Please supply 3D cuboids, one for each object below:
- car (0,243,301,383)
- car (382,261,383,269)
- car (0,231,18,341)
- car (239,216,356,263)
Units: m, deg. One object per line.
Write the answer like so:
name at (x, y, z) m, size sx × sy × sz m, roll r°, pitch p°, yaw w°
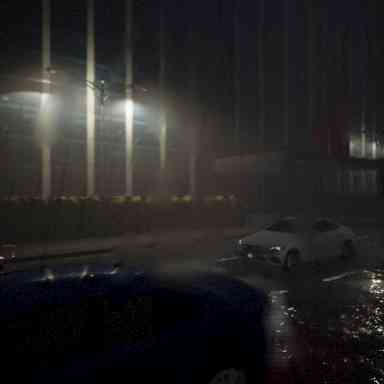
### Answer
car at (-1.406, 1.481, 2.986) m, size 5.008 × 1.535 × 1.882 m, roll 0°, pitch 0°, yaw -36°
car at (7.521, 1.546, 9.400) m, size 5.357 × 1.411 × 2.033 m, roll 0°, pitch 0°, yaw -35°
car at (-5.249, 1.515, 4.534) m, size 4.892 × 1.490 × 1.837 m, roll 0°, pitch 0°, yaw -36°
car at (3.542, 1.529, 10.843) m, size 4.674 × 1.442 × 1.812 m, roll 0°, pitch 0°, yaw -36°
